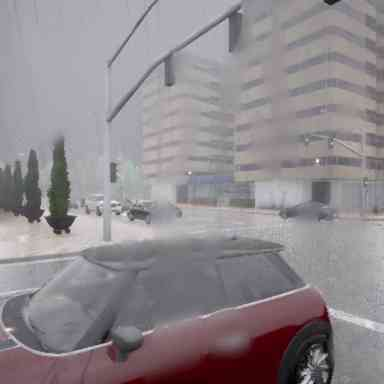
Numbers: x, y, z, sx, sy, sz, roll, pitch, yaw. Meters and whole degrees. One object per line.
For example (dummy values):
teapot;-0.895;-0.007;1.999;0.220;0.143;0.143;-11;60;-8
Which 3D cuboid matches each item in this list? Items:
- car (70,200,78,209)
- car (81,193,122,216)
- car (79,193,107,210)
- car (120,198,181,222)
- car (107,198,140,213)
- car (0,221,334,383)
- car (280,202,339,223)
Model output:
car;-16.356;1.525;43.585;1.812;1.442;4.674;0;0;-34
car;-8.847;1.221;32.827;2.150;2.045;5.566;0;0;-35
car;-13.704;1.217;45.940;2.150;2.045;5.566;0;1;-34
car;-3.197;1.491;24.737;2.128;1.511;4.902;0;0;-35
car;-7.810;1.505;37.460;1.837;1.490;4.892;0;0;-35
car;-0.635;1.352;3.442;4.553;1.767;2.097;0;0;-33
car;9.035;1.525;25.914;1.812;1.442;4.674;0;0;-35
